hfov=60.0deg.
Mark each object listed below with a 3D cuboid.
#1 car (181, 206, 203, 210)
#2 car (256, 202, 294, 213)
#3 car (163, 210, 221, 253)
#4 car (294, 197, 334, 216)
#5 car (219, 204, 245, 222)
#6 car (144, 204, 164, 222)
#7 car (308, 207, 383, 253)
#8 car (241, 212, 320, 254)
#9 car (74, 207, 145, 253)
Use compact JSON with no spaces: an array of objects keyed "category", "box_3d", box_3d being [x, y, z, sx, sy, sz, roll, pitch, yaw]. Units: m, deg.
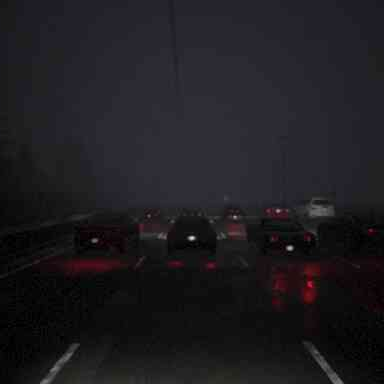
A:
[{"category":"car","box_3d":[-0.003,1.872,29.100,1.895,1.301,4.718,0,0,0]},{"category":"car","box_3d":[6.998,1.621,29.082,2.097,1.767,4.553,0,-1,0]},{"category":"car","box_3d":[0.001,1.699,14.315,1.994,1.385,4.181,0,0,0]},{"category":"car","box_3d":[10.497,1.487,29.014,2.150,2.045,5.566,0,0,0]},{"category":"car","box_3d":[3.499,1.781,29.294,1.837,1.490,4.892,0,0,0]},{"category":"car","box_3d":[-3.500,1.800,29.370,1.812,1.442,4.674,0,0,0]},{"category":"car","box_3d":[7.001,1.627,14.286,2.128,1.511,4.902,0,0,0]},{"category":"car","box_3d":[3.500,1.733,14.101,1.895,1.301,4.718,0,0,0]},{"category":"car","box_3d":[-3.497,1.613,14.470,1.882,1.535,5.008,0,0,0]}]
